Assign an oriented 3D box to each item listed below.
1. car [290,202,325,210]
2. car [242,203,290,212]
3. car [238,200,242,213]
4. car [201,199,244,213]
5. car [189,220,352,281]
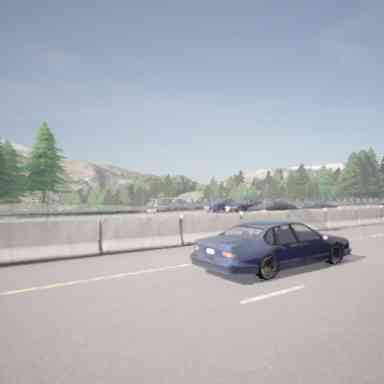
[{"bbox_3d":[10.899,1.534,28.926,4.181,1.385,1.994,0,0,-35],"label":"car"},{"bbox_3d":[7.499,1.517,30.806,5.357,1.411,2.033,0,0,-35],"label":"car"},{"bbox_3d":[5.440,1.460,33.634,4.902,1.511,2.128,0,0,-35],"label":"car"},{"bbox_3d":[3.423,1.493,36.494,4.674,1.442,1.812,0,0,-35],"label":"car"},{"bbox_3d":[2.510,1.538,9.833,5.357,1.411,2.033,0,0,-35],"label":"car"}]
